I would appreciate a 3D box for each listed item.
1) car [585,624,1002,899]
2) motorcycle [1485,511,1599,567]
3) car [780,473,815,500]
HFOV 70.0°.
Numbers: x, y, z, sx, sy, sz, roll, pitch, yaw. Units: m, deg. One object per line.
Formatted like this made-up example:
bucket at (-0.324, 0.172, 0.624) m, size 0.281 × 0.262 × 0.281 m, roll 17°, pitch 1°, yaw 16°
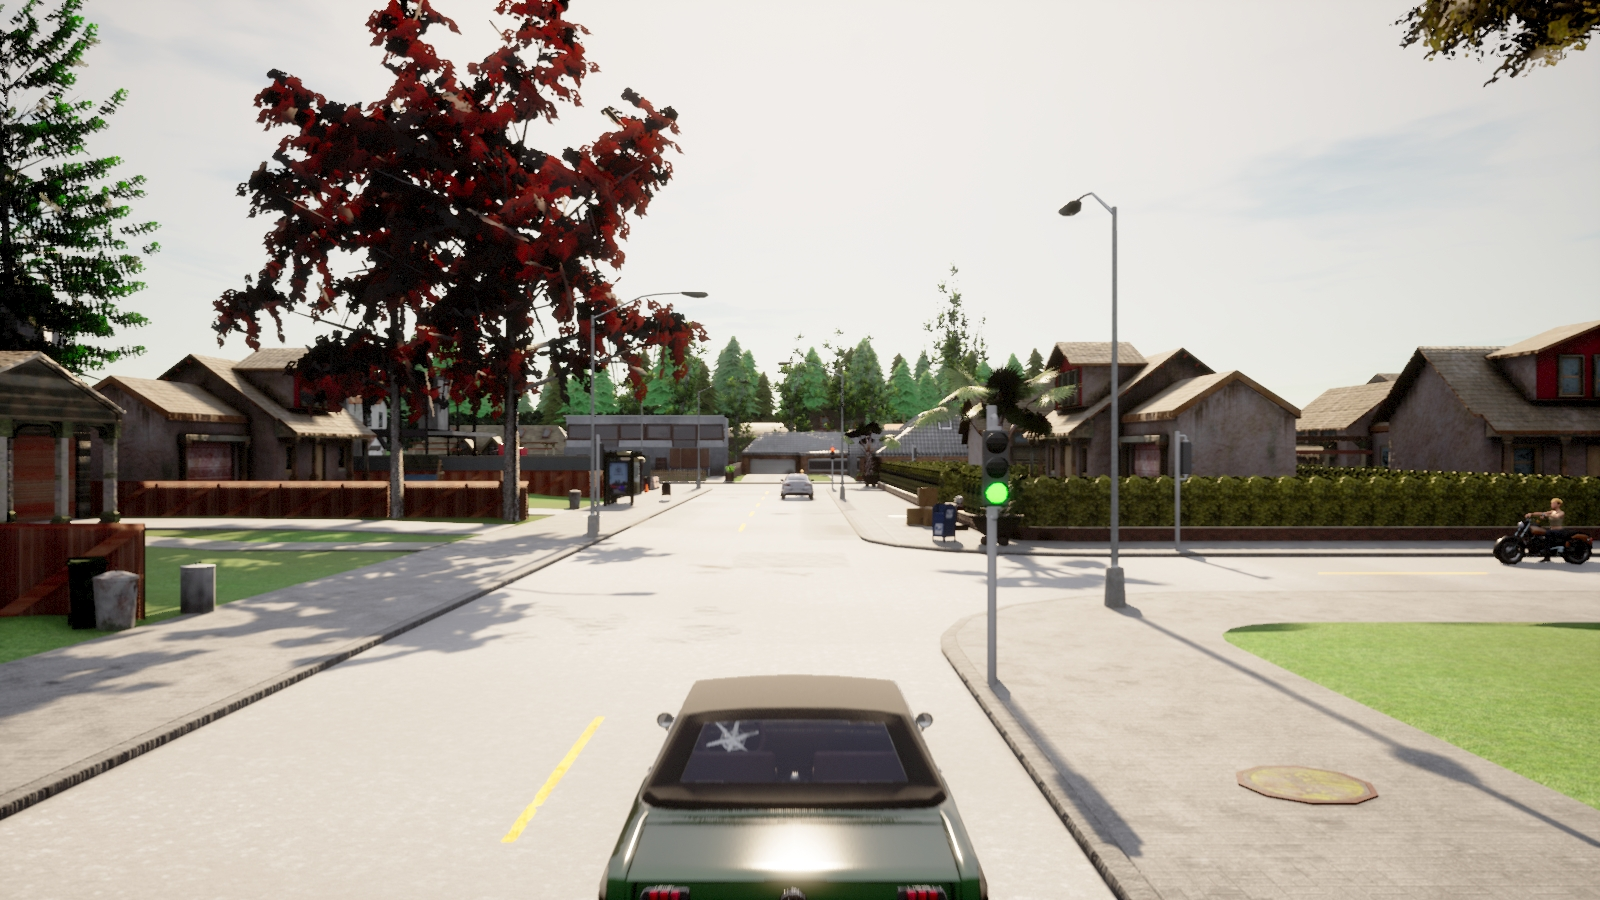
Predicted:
car at (-0.034, 2.160, 7.546) m, size 1.895 × 1.301 × 4.718 m, roll 0°, pitch 0°, yaw 0°
motorcycle at (18.238, 2.170, 28.072) m, size 2.356 × 1.307 × 0.764 m, roll 0°, pitch 0°, yaw 0°
car at (-0.161, 2.116, 66.758) m, size 2.002 × 1.442 × 4.674 m, roll 0°, pitch 0°, yaw 0°
